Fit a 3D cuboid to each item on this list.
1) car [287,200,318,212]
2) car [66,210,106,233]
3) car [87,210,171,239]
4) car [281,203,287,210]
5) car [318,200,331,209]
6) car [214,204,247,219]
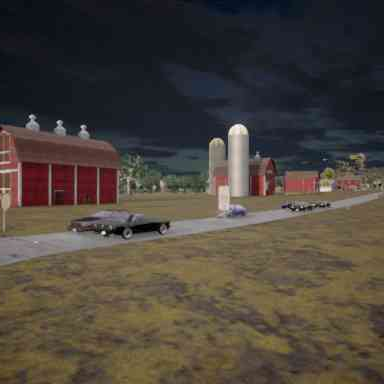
[{"bbox_3d":[14.798,1.974,44.398,1.895,1.301,4.718,0,0,36],"label":"car"},{"bbox_3d":[-5.235,1.842,21.331,2.033,1.411,5.357,0,-1,36],"label":"car"},{"bbox_3d":[-3.306,1.875,19.127,1.895,1.301,4.718,0,-1,36],"label":"car"},{"bbox_3d":[14.861,2.031,49.316,1.895,1.301,4.718,0,0,36],"label":"car"},{"bbox_3d":[20.523,1.936,52.517,1.895,1.301,4.718,0,0,36],"label":"car"},{"bbox_3d":[4.092,1.955,34.393,1.812,1.442,4.674,0,0,36],"label":"car"}]
